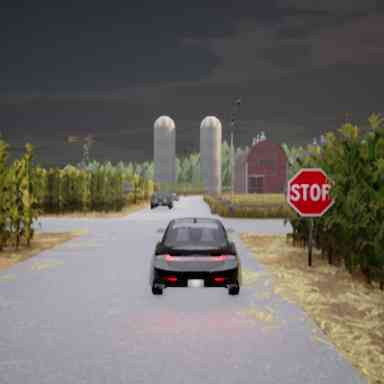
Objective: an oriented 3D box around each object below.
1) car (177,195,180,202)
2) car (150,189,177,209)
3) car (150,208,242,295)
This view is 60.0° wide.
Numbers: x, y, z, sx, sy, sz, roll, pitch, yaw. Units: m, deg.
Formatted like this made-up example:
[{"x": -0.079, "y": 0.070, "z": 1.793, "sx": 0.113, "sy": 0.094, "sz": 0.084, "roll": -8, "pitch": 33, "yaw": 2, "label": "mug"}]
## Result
[{"x": -3.144, "y": 0.895, "z": 54.152, "sx": 1.812, "sy": 1.442, "sz": 4.674, "roll": 0, "pitch": 1, "yaw": 0, "label": "car"}, {"x": -3.179, "y": 0.755, "z": 36.078, "sx": 2.150, "sy": 2.045, "sz": 5.566, "roll": 0, "pitch": 1, "yaw": 0, "label": "car"}, {"x": 0.082, "y": 1.392, "z": 8.426, "sx": 2.128, "sy": 1.511, "sz": 4.902, "roll": 0, "pitch": 1, "yaw": 0, "label": "car"}]
